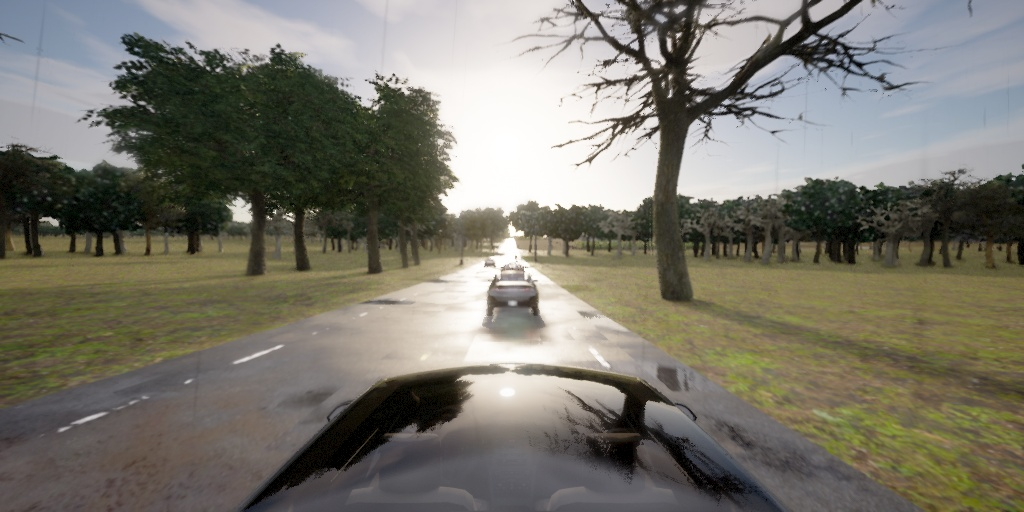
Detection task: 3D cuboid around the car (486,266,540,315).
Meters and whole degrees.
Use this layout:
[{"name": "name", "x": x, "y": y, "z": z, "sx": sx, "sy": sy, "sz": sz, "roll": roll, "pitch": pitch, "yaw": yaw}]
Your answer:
[{"name": "car", "x": 0.045, "y": 1.324, "z": 13.950, "sx": 2.128, "sy": 1.511, "sz": 4.902, "roll": 0, "pitch": 0, "yaw": 0}]

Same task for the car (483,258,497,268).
[{"name": "car", "x": -3.570, "y": 1.114, "z": 58.259, "sx": 1.812, "sy": 1.442, "sz": 4.674, "roll": 0, "pitch": 1, "yaw": 0}]

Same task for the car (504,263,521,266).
[{"name": "car", "x": 0.050, "y": 1.294, "z": 30.157, "sx": 1.882, "sy": 1.535, "sz": 5.008, "roll": 0, "pitch": 1, "yaw": 0}]
